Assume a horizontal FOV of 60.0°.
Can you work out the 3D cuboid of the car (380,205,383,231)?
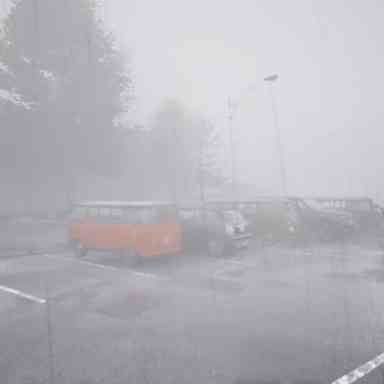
[{"bbox_3d":[10.044,1.457,19.767,5.008,1.535,2.097,-1,0,36],"label":"car"}]

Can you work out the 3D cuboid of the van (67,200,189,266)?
[{"bbox_3d":[-2.526,1.267,11.497,4.442,1.987,1.878,-1,0,36],"label":"van"}]

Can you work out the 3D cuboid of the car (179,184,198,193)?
[{"bbox_3d":[-0.168,-0.647,63.374,2.163,1.488,4.792,1,6,17],"label":"car"}]

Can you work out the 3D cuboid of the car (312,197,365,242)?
[{"bbox_3d":[5.080,1.219,16.427,5.566,2.045,2.435,-1,-1,36],"label":"car"}]

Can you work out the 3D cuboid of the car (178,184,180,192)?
[{"bbox_3d":[-2.541,-0.808,65.147,2.231,1.521,4.892,1,6,16],"label":"car"}]

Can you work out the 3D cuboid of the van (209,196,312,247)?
[{"bbox_3d":[2.658,1.250,14.708,4.442,1.987,1.878,-1,-1,36],"label":"van"}]

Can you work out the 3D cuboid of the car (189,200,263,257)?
[{"bbox_3d":[0.090,1.358,13.083,4.553,1.767,2.185,-1,0,36],"label":"car"}]

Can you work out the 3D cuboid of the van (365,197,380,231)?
[{"bbox_3d":[7.451,1.240,18.174,4.442,1.987,1.878,-1,0,36],"label":"van"}]
